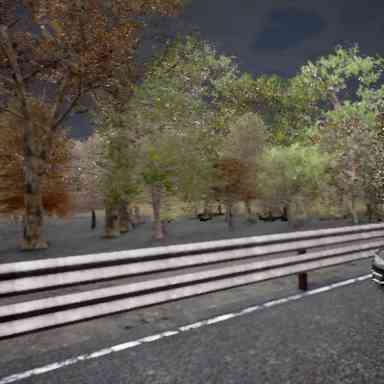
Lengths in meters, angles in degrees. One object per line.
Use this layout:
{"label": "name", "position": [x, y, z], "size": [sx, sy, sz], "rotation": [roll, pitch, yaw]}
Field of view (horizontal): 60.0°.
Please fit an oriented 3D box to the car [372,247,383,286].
{"label": "car", "position": [6.313, 1.513, 8.186], "size": [4.902, 1.511, 2.128], "rotation": [0, 0, -35]}
